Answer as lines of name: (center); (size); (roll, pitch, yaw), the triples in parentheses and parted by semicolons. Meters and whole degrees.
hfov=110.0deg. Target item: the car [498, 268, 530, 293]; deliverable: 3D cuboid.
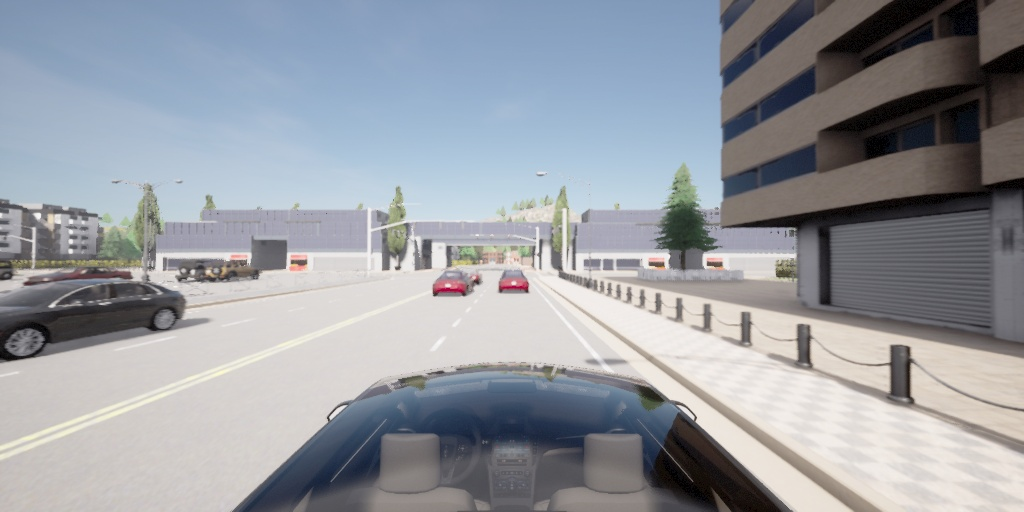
car: (0.095, 1.611, 23.512); (1.994, 1.385, 4.181); (0, -1, -1)

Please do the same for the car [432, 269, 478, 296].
car: (-3.455, 1.584, 21.555); (1.994, 1.385, 4.181); (0, -1, 1)

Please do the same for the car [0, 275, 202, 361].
car: (-10.598, 1.350, 8.634); (1.837, 1.490, 4.892); (0, -1, 0)

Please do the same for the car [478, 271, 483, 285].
car: (-3.514, 1.741, 30.351); (1.895, 1.301, 4.718); (0, -1, 0)
